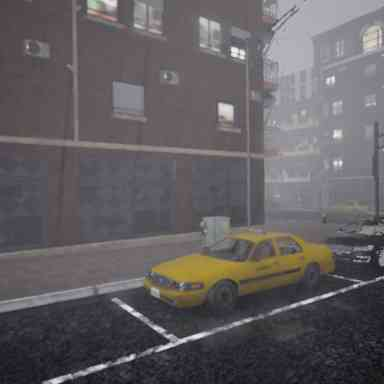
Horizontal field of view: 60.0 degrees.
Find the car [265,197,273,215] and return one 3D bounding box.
[{"bbox_3d":[5.278,1.503,31.886,1.967,1.590,4.097,-1,1,-36],"label":"car"}]

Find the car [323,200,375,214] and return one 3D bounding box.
[{"bbox_3d":[15.215,1.432,32.404,1.752,1.417,4.829,-1,1,-36],"label":"car"}]

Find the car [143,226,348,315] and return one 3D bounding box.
[{"bbox_3d":[1.290,1.513,7.496,4.829,1.417,1.752,0,-1,-36],"label":"car"}]

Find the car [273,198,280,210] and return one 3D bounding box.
[{"bbox_3d":[8.868,1.375,41.263,1.967,1.590,4.097,-1,1,-36],"label":"car"}]

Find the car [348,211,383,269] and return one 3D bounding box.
[{"bbox_3d":[6.038,1.525,10.886,4.403,1.369,2.008,0,-1,-36],"label":"car"}]
